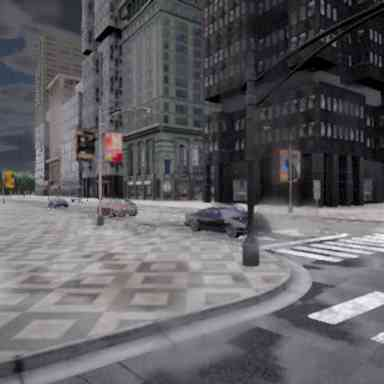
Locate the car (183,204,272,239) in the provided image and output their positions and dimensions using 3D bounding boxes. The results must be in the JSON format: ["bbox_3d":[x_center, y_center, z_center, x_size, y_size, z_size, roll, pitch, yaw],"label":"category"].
[{"bbox_3d":[1.635,1.513,17.492,2.033,1.411,5.357,0,0,-35],"label":"car"}]

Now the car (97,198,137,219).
[{"bbox_3d":[-6.608,1.310,29.099,2.097,1.767,4.553,0,0,-35],"label":"car"}]

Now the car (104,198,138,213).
[{"bbox_3d":[-7.831,1.450,36.446,1.837,1.490,4.892,0,0,-35],"label":"car"}]

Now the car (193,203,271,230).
[{"bbox_3d":[2.445,1.496,21.962,2.033,1.411,5.357,0,0,-35],"label":"car"}]

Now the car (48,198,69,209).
[{"bbox_3d":[-18.650,1.510,46.204,2.033,1.411,5.357,0,0,-35],"label":"car"}]
